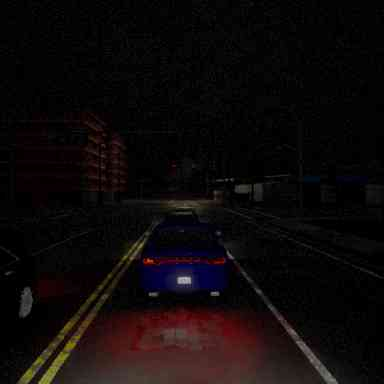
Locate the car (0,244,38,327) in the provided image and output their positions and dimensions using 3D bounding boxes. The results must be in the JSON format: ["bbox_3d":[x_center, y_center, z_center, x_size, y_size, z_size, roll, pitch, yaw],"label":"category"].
[{"bbox_3d":[-3.722,1.504,4.323,1.837,1.490,4.892,0,0,-2],"label":"car"}]

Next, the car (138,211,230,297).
[{"bbox_3d":[-0.216,1.478,8.609,1.882,1.535,5.008,0,0,-2],"label":"car"}]

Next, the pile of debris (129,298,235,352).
[{"bbox_3d":[-0.175,2.175,5.638,1.500,0.140,1.860,0,0,-2],"label":"pile of debris"}]
